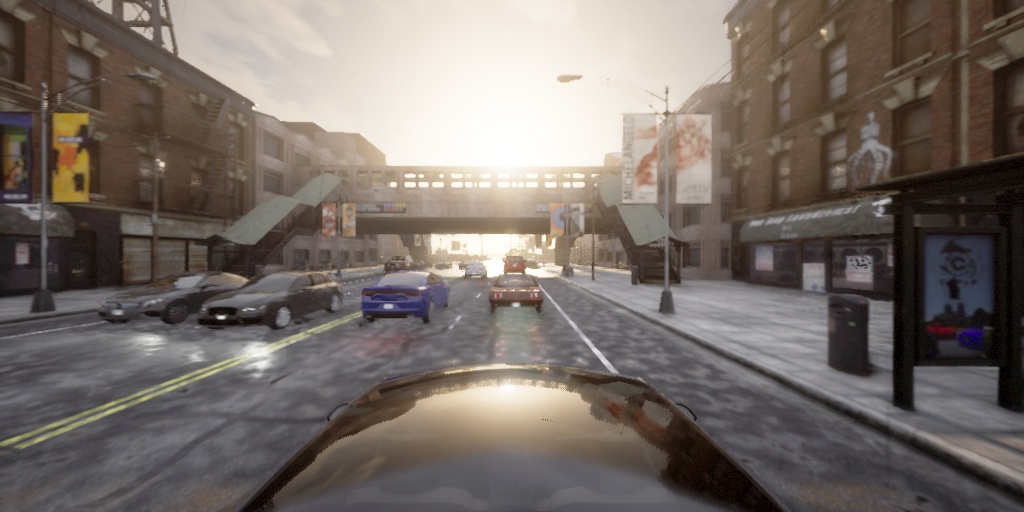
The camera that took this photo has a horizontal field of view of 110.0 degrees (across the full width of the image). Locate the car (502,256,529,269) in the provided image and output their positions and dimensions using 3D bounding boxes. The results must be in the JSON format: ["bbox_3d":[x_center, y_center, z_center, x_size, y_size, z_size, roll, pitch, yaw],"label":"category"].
[{"bbox_3d":[0.242,0.976,35.132,2.150,2.045,5.566,0,0,0],"label":"car"}]

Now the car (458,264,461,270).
[{"bbox_3d":[-6.756,1.344,53.059,1.895,1.301,4.718,0,0,1],"label":"car"}]

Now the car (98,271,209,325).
[{"bbox_3d":[-10.562,1.257,11.948,1.812,1.442,4.674,0,0,0],"label":"car"}]

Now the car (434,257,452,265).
[{"bbox_3d":[-10.250,1.300,53.777,1.994,1.385,4.181,0,0,1],"label":"car"}]

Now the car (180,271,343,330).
[{"bbox_3d":[-7.065,1.243,11.153,1.837,1.490,4.892,0,0,0],"label":"car"}]

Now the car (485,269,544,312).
[{"bbox_3d":[0.148,1.353,14.270,1.895,1.301,4.718,0,0,0],"label":"car"}]

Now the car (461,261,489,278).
[{"bbox_3d":[-3.279,1.273,33.207,1.812,1.442,4.674,0,0,0],"label":"car"}]

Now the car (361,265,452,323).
[{"bbox_3d":[-3.354,1.223,12.227,1.882,1.535,5.008,0,0,0],"label":"car"}]
